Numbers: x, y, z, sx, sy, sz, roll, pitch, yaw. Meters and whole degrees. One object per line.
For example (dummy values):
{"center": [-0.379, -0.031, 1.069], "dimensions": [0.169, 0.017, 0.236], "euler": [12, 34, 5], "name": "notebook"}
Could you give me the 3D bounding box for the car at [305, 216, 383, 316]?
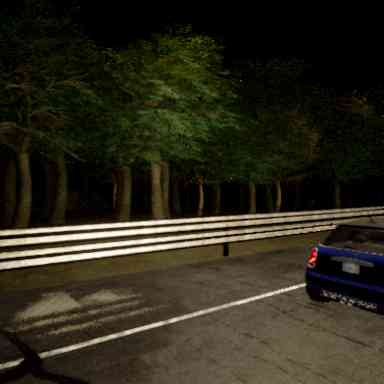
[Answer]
{"center": [4.444, 1.312, 6.916], "dimensions": [4.553, 1.767, 2.097], "euler": [0, 0, -35], "name": "car"}
